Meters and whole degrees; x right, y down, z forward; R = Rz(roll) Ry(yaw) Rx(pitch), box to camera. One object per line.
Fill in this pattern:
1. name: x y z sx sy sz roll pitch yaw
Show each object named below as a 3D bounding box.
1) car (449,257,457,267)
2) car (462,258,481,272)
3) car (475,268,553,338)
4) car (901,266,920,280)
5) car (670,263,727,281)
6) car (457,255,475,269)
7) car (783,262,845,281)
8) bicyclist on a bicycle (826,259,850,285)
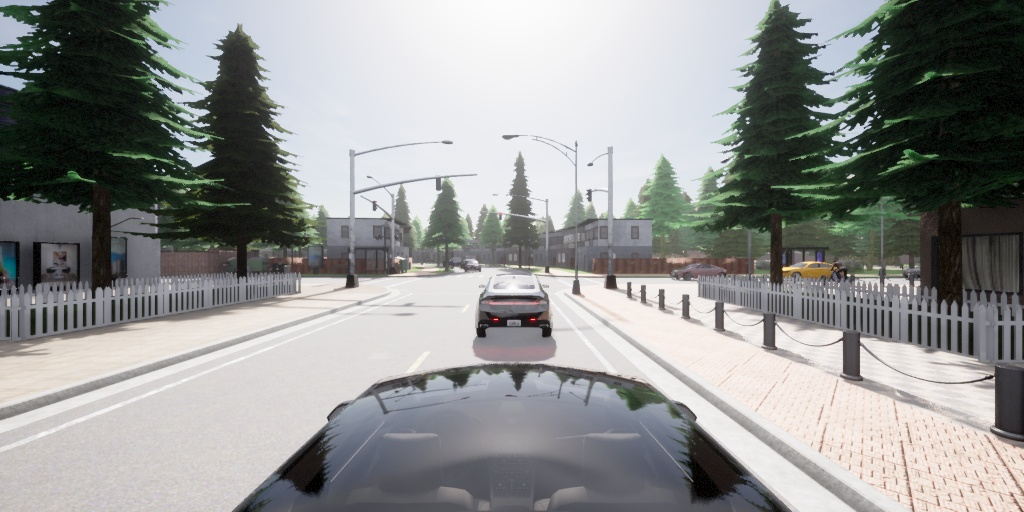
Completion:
1. car: -9.919 1.067 64.064 2.097 1.767 4.553 0 0 -24
2. car: -4.940 1.279 45.332 1.994 1.385 4.181 0 0 -7
3. car: 0.057 1.242 10.213 2.128 1.511 4.902 0 0 0
4. car: 34.549 1.239 28.939 4.892 1.490 1.837 0 0 2
5. car: 15.297 1.299 29.516 4.181 1.385 1.994 0 0 2
6. car: -6.543 0.937 54.496 2.150 2.045 5.566 0 0 -15
7. car: 24.177 1.212 29.261 5.008 1.535 1.882 0 0 2
8. bicyclist on a bicycle: 19.887 1.035 21.898 0.582 1.620 1.656 0 0 2
